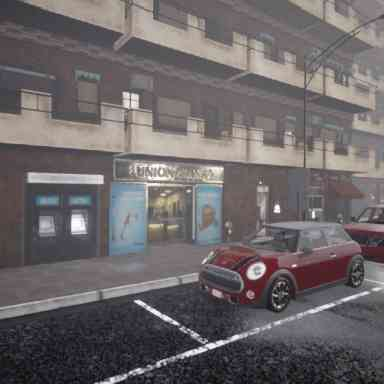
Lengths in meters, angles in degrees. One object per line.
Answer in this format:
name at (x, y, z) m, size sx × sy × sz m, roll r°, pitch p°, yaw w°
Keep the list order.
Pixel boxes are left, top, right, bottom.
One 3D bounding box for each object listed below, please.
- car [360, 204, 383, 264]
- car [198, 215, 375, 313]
car at (6.607, 1.319, 10.827) m, size 5.009 × 1.841 × 2.192 m, roll 0°, pitch 0°, yaw -36°
car at (2.105, 1.441, 7.605) m, size 4.097 × 1.590 × 1.967 m, roll 0°, pitch 0°, yaw -36°
